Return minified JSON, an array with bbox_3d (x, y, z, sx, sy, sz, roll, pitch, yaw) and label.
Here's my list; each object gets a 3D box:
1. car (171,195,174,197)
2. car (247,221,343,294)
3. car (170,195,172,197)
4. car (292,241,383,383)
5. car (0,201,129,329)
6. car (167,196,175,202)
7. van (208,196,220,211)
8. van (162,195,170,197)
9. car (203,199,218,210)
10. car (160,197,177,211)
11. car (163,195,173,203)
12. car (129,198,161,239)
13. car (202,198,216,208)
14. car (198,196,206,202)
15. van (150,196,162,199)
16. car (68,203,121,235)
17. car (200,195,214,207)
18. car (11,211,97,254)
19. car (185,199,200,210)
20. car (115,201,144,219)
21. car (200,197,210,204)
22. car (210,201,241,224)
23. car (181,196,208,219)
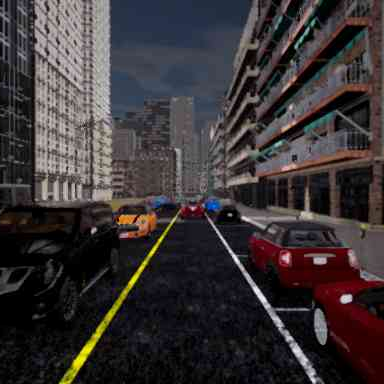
[{"bbox_3d":[-5.738,1.854,75.229,2.008,1.369,4.403,0,0,0],"label":"car"},{"bbox_3d":[2.679,1.470,8.902,1.967,1.590,4.097,0,0,0],"label":"car"},{"bbox_3d":[-5.735,1.859,69.701,1.802,1.307,4.206,0,0,0],"label":"car"},{"bbox_3d":[2.683,1.557,3.374,1.887,1.381,4.507,0,0,0],"label":"car"},{"bbox_3d":[-3.087,1.247,7.344,2.150,2.045,5.566,0,0,0],"label":"car"},{"bbox_3d":[-5.748,1.929,91.811,1.887,1.381,4.507,0,0,0],"label":"car"},{"bbox_3d":[2.660,1.499,42.068,1.690,1.788,3.998,0,0,0],"label":"van"},{"bbox_3d":[-5.733,1.593,64.174,1.690,1.788,3.998,0,0,0],"label":"van"},{"bbox_3d":[2.658,1.725,47.595,1.887,1.381,4.507,0,0,0],"label":"car"},{"bbox_3d":[-3.025,1.769,44.623,1.895,1.301,4.718,0,0,0],"label":"car"},{"bbox_3d":[-5.743,1.645,80.758,2.192,1.841,5.009,0,0,0],"label":"car"},{"bbox_3d":[-3.080,1.413,17.676,2.097,1.767,4.553,0,0,0],"label":"car"},{"bbox_3d":[2.655,1.755,53.123,2.008,1.369,4.403,0,0,0],"label":"car"},{"bbox_3d":[2.635,1.798,86.289,1.967,1.590,4.097,0,0,0],"label":"car"},{"bbox_3d":[-5.724,1.521,47.592,1.690,1.788,3.998,0,0,0],"label":"van"},{"bbox_3d":[-5.708,1.510,19.954,1.967,1.590,4.097,0,0,0],"label":"car"},{"bbox_3d":[2.649,1.543,58.652,2.192,1.841,5.009,0,0,0],"label":"car"},{"bbox_3d":[-5.704,1.615,14.426,1.947,1.339,4.313,0,0,0],"label":"car"},{"bbox_3d":[0.044,1.738,45.961,1.994,1.385,4.181,0,0,0],"label":"car"},{"bbox_3d":[-5.714,1.638,30.838,1.752,1.417,4.829,0,0,0],"label":"car"},{"bbox_3d":[2.645,1.844,69.705,1.947,1.339,4.313,0,0,0],"label":"car"},{"bbox_3d":[2.670,1.658,25.485,1.947,1.339,4.313,0,0,0],"label":"car"},{"bbox_3d":[0.084,1.461,29.917,2.097,1.767,4.553,0,0,0],"label":"car"}]
